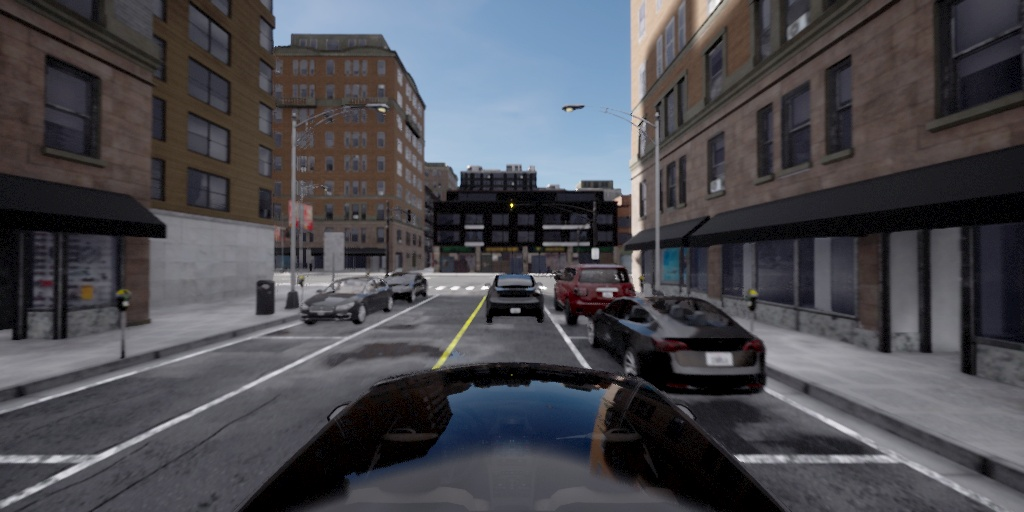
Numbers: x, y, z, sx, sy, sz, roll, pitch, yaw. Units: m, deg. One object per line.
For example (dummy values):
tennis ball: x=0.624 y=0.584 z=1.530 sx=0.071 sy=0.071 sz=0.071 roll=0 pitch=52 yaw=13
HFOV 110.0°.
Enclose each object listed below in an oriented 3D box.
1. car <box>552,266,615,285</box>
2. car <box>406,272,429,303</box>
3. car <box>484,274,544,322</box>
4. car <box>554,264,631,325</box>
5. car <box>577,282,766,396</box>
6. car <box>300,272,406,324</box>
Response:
car: x=5.995 y=1.594 z=29.960 sx=4.892 sy=1.490 sz=1.837 roll=1 pitch=-4 yaw=-21
car: x=-5.391 y=1.489 z=17.952 sx=1.948 sy=1.339 sz=4.313 roll=0 pitch=0 yaw=0
car: x=0.067 y=1.374 z=12.908 sx=1.837 sy=1.490 sz=4.892 roll=0 pitch=-1 yaw=-1
car: x=2.635 y=1.178 z=12.292 sx=2.192 sy=1.841 sz=5.009 roll=0 pitch=0 yaw=0
car: x=2.636 y=1.368 z=6.630 sx=1.948 sy=1.339 sz=4.313 roll=0 pitch=0 yaw=0
car: x=-5.390 y=1.414 z=12.290 sx=2.007 sy=1.370 sz=4.403 roll=0 pitch=0 yaw=0
